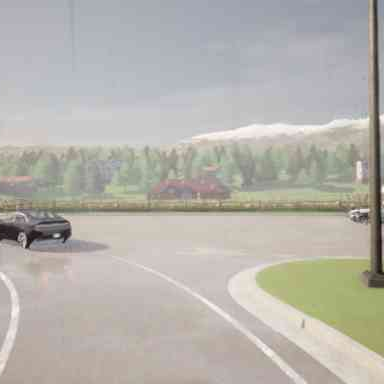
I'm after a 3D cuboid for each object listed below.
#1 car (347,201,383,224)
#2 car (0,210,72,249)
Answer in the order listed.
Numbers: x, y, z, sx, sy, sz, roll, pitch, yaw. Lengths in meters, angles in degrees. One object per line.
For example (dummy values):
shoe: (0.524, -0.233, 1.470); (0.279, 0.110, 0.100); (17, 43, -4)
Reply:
car: (13.011, 1.358, 22.393); (4.674, 1.442, 1.812); (-1, 0, 10)
car: (-7.363, 1.567, 15.040); (4.902, 1.511, 2.128); (-1, 0, 40)
